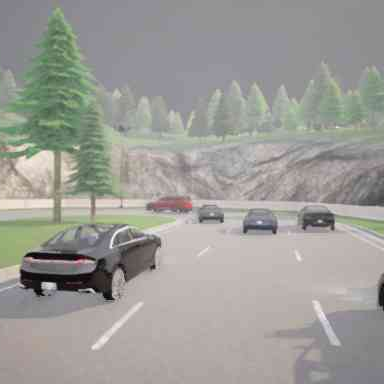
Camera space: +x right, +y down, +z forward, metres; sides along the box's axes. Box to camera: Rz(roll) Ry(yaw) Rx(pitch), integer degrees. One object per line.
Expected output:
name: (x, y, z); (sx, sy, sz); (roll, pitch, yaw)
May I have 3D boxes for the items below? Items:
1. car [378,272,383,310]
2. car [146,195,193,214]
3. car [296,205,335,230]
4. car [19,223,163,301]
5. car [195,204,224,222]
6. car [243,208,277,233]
car: (4.082, 1.539, 4.148); (1.837, 1.490, 4.892); (-1, 0, 8)
car: (-2.630, 1.423, 38.558); (5.566, 2.045, 2.150); (0, -1, 25)
car: (8.178, 1.622, 22.321); (1.882, 1.535, 5.008); (0, 0, 12)
car: (-2.158, 1.533, 8.517); (2.128, 1.511, 4.902); (0, 0, 11)
car: (1.432, 1.719, 27.733); (1.994, 1.385, 4.181); (0, 0, -3)
car: (4.239, 1.688, 20.630); (1.994, 1.385, 4.181); (0, 0, 13)
